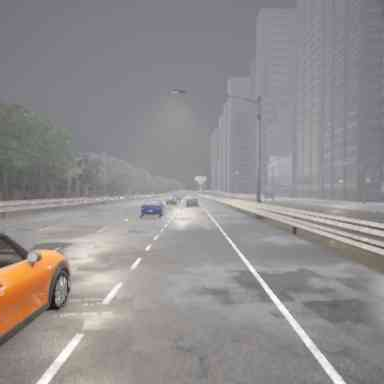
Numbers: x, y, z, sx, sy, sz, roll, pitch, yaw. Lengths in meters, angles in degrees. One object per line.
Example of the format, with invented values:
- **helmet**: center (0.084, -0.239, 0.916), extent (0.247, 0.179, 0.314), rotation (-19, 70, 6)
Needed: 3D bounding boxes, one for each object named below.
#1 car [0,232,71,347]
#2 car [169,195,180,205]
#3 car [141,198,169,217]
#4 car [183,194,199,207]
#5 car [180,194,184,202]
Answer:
- **car**: center (-3.499, 1.338, 4.902), extent (2.097, 1.767, 4.553), rotation (0, 0, 0)
- **car**: center (-3.602, 1.629, 59.186), extent (1.895, 1.301, 4.718), rotation (0, 0, 0)
- **car**: center (-3.511, 1.467, 30.633), extent (1.882, 1.535, 5.008), rotation (0, 0, 0)
- **car**: center (0.024, 1.522, 53.421), extent (2.128, 1.511, 4.902), rotation (0, 0, 0)
- **car**: center (-3.711, 1.431, 78.638), extent (2.097, 1.767, 4.553), rotation (0, 0, 0)
